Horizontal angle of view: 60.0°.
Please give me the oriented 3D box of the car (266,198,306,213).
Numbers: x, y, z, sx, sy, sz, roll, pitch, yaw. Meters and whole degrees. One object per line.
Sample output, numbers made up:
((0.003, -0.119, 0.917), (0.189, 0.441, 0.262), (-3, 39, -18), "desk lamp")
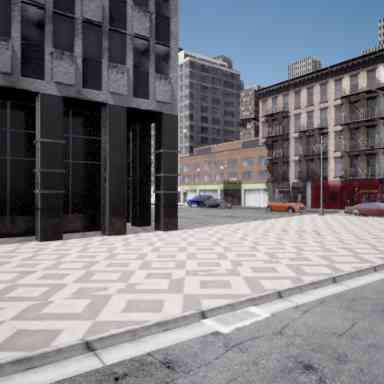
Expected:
((10.745, 1.522, 38.015), (2.097, 1.767, 4.553), (0, -1, -36), "car")

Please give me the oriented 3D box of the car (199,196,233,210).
((3.722, 1.734, 47.625), (2.128, 1.511, 4.902), (0, 0, -36), "car")

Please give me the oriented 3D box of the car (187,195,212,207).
((1.408, 1.523, 56.095), (2.150, 2.045, 5.566), (0, 0, -36), "car")

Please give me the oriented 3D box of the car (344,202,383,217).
((16.579, 1.647, 30.083), (2.033, 1.411, 5.357), (0, -1, -33), "car")
